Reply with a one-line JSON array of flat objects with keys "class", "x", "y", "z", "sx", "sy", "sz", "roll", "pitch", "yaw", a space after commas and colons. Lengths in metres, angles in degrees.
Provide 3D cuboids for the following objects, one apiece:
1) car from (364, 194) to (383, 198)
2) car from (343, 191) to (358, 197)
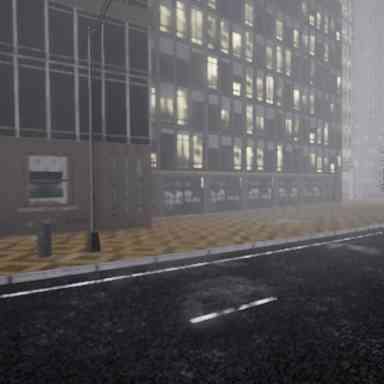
[{"class": "car", "x": 38.503, "y": 0.676, "z": 70.141, "sx": 1.802, "sy": 1.307, "sz": 4.206, "roll": -1, "pitch": 2, "yaw": -41}, {"class": "car", "x": 34.812, "y": 0.555, "z": 74.462, "sx": 1.947, "sy": 1.339, "sz": 4.313, "roll": -1, "pitch": 2, "yaw": -41}]
